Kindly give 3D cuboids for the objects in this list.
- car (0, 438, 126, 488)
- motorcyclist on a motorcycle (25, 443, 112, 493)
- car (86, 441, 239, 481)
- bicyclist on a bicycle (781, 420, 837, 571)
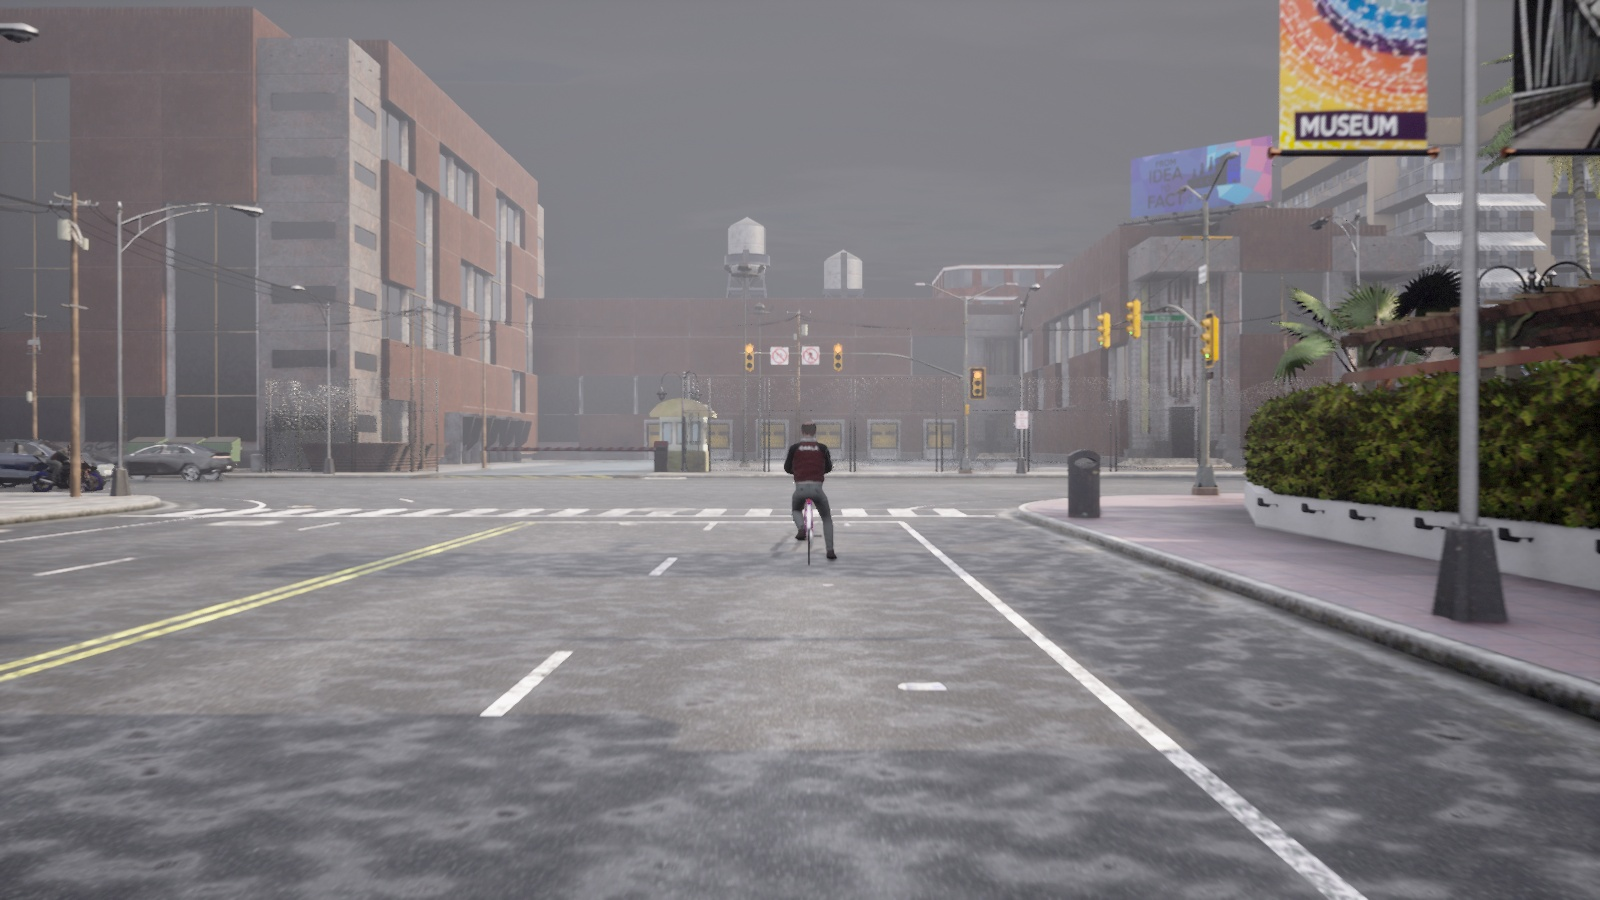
[{"bbox_3d":[-25.531,0.419,42.052,4.856,1.649,2.033,0,0,1],"label":"car"},{"bbox_3d":[-22.414,0.546,38.505,2.191,1.530,0.866,0,0,1],"label":"motorcyclist on a motorcycle"},{"bbox_3d":[-24.847,0.406,49.042,4.902,1.511,2.128,0,0,1],"label":"car"},{"bbox_3d":[0.109,0.529,15.675,0.659,1.776,1.843,0,1,0],"label":"bicyclist on a bicycle"}]
